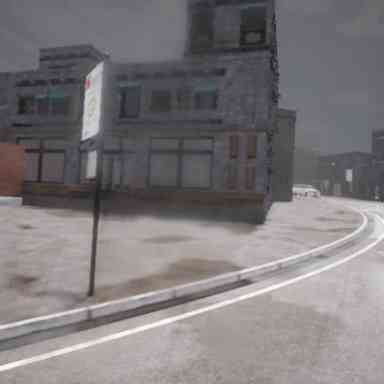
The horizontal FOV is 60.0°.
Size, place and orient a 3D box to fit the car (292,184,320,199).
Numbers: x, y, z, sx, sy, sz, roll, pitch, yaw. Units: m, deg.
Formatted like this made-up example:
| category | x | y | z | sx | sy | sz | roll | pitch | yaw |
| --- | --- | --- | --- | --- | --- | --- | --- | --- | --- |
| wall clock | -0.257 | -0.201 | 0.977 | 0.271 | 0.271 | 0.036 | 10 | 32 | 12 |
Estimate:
| category | x | y | z | sx | sy | sz | roll | pitch | yaw |
| --- | --- | --- | --- | --- | --- | --- | --- | --- | --- |
| car | 18.216 | -0.145 | 53.199 | 2.150 | 2.045 | 5.566 | 4 | 2 | -11 |
